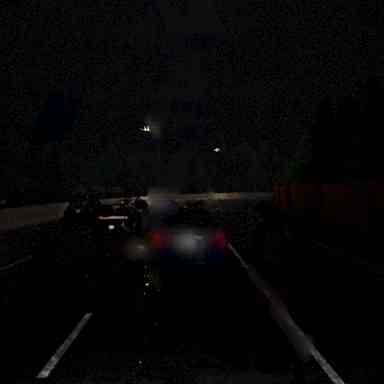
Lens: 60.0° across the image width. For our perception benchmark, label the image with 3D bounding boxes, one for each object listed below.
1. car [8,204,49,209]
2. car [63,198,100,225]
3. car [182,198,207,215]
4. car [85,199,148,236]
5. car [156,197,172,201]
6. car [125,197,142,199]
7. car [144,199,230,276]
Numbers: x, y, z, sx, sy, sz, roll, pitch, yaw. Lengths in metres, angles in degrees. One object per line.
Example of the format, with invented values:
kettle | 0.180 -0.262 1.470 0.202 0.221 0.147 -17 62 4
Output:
car | -14.141 1.473 29.473 1.895 1.301 4.718 0 0 4
car | -7.203 1.214 23.223 2.097 1.767 4.553 0 1 1
car | 0.334 1.331 31.729 1.895 1.301 4.718 0 0 6
car | -3.754 1.373 17.715 2.128 1.511 4.902 0 1 -1
car | -2.754 1.275 34.932 2.033 1.411 5.357 0 1 8
car | -6.132 1.241 35.625 2.128 1.511 4.902 0 1 8
car | -0.112 1.265 10.303 2.097 1.767 4.553 0 0 -1
